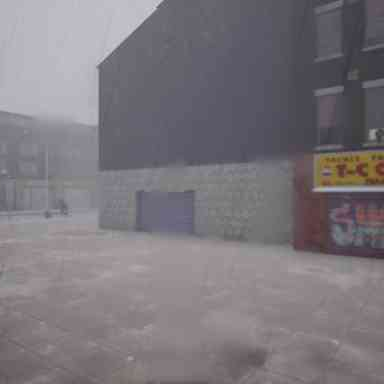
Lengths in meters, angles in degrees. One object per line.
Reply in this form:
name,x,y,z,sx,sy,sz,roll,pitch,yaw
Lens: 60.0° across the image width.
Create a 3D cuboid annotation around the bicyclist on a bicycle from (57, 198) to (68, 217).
bicyclist on a bicycle,-11.316,1.386,28.949,1.656,1.620,0.582,0,0,35
